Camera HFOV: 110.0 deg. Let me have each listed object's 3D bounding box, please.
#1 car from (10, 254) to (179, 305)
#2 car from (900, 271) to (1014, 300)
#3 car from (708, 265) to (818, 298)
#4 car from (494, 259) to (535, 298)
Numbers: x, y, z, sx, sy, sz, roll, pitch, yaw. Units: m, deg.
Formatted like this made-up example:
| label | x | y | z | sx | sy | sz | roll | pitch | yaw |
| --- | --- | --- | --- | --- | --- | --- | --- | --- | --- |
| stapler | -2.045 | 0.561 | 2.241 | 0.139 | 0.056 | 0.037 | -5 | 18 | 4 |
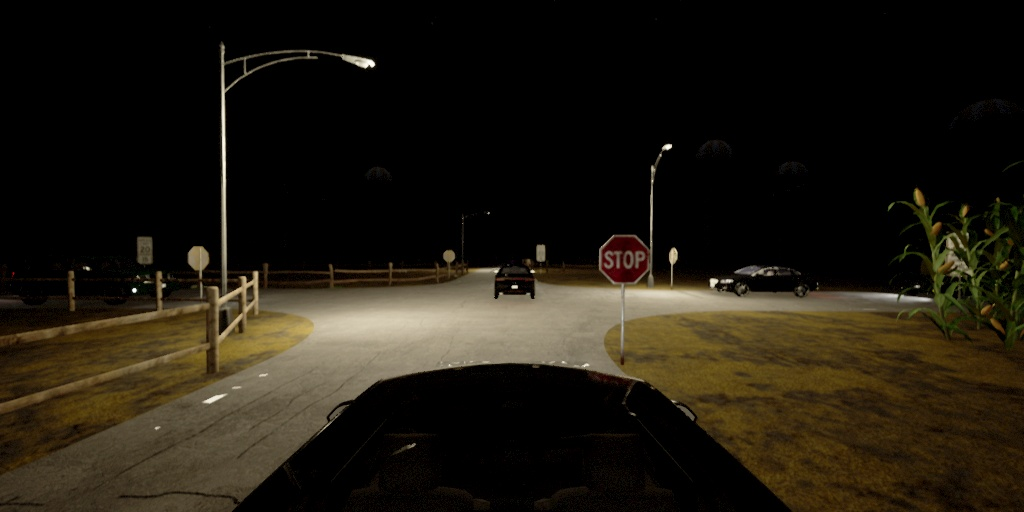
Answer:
| label | x | y | z | sx | sy | sz | roll | pitch | yaw |
| --- | --- | --- | --- | --- | --- | --- | --- | --- | --- |
| car | -17.731 | 0.930 | 15.369 | 5.566 | 2.045 | 2.150 | 0 | 1 | 0 |
| car | 22.469 | 1.393 | 18.114 | 4.181 | 1.385 | 1.994 | 1 | 1 | 0 |
| car | 12.620 | 1.227 | 18.165 | 4.902 | 1.511 | 2.128 | 0 | 1 | 0 |
| car | 0.127 | 1.153 | 18.038 | 1.882 | 1.535 | 5.008 | 0 | 1 | 0 |
